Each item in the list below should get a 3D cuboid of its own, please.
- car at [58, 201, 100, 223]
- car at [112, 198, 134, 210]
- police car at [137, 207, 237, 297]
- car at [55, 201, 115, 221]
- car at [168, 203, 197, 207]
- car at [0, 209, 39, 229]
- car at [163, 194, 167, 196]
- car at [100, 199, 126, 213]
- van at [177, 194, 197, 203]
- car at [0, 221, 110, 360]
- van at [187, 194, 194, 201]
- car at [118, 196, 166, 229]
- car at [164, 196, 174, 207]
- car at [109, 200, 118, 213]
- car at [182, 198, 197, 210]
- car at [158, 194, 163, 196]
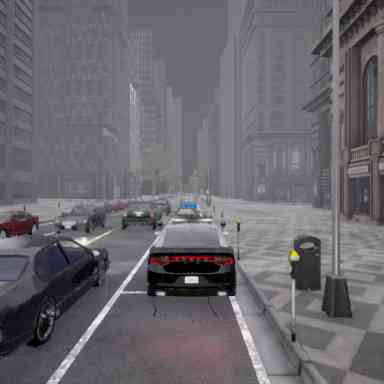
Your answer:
[{"bbox_3d":[-8.906,1.528,26.612,1.752,1.417,4.829,0,0,0],"label":"car"},{"bbox_3d":[-8.902,1.550,43.358,1.887,1.381,4.507,0,0,0],"label":"car"},{"bbox_3d":[-0.007,1.426,8.759,1.930,1.638,5.238,0,0,0],"label":"police car"},{"bbox_3d":[-6.236,1.493,19.178,2.128,1.511,4.902,0,0,0],"label":"car"},{"bbox_3d":[-0.361,1.584,21.236,1.802,1.307,4.206,0,0,0],"label":"car"},{"bbox_3d":[-8.908,1.546,15.730,1.887,1.381,4.507,0,0,0],"label":"car"},{"bbox_3d":[-8.864,1.586,92.031,1.887,1.381,4.507,0,0,0],"label":"car"},{"bbox_3d":[-8.903,1.549,37.832,1.887,1.381,4.507,0,0,0],"label":"car"},{"bbox_3d":[-0.353,1.345,32.286,1.690,1.788,3.998,0,0,0],"label":"van"},{"bbox_3d":[-3.042,1.548,6.254,2.033,1.411,5.357,0,0,0],"label":"car"},{"bbox_3d":[-0.341,1.377,86.845,1.690,1.788,3.998,0,0,0],"label":"van"},{"bbox_3d":[-3.135,1.355,21.676,2.097,1.767,4.553,0,0,0],"label":"car"},{"bbox_3d":[-3.035,1.496,33.324,2.128,1.511,4.902,0,0,0],"label":"car"},{"bbox_3d":[-8.905,1.548,32.307,1.887,1.381,4.507,0,0,0],"label":"car"},{"bbox_3d":[-0.347,1.551,43.336,1.887,1.381,4.507,0,0,0],"label":"car"},{"bbox_3d":[-8.875,1.556,81.281,1.752,1.417,4.829,0,0,0],"label":"car"}]
